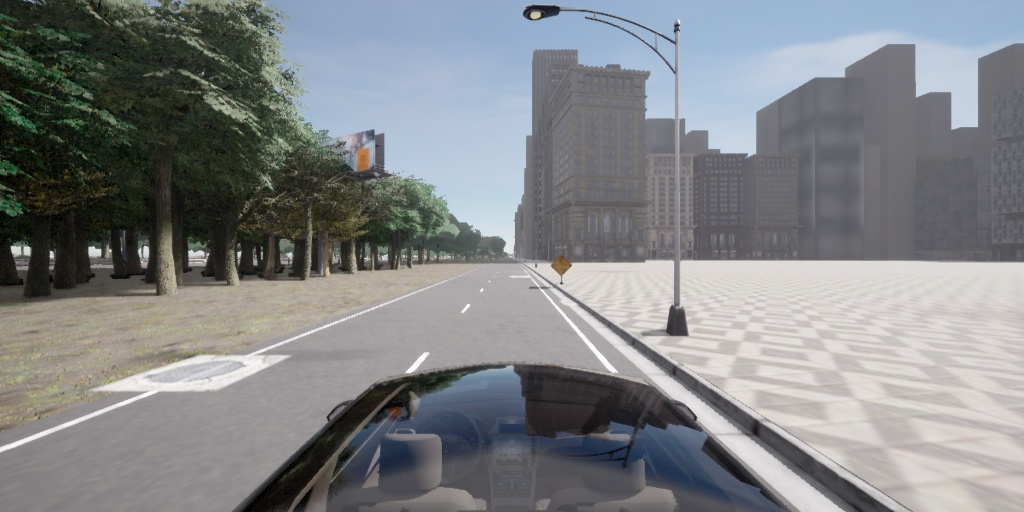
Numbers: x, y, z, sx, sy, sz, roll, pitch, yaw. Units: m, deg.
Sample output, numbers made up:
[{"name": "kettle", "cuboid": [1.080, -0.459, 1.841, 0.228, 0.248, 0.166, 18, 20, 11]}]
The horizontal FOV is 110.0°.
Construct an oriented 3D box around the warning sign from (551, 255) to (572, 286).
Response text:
[{"name": "warning sign", "cuboid": [3.050, 0.862, 22.134, 1.300, 1.860, 1.060, 0, 0, 0]}]
